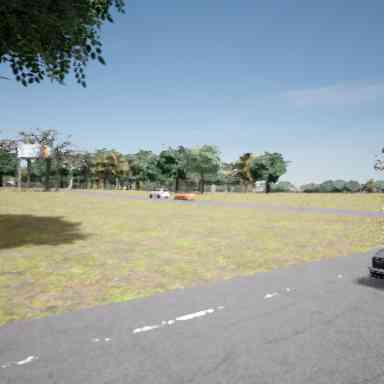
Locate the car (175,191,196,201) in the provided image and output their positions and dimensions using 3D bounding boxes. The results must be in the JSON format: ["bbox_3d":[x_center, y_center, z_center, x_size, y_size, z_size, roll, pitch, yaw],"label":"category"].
[{"bbox_3d":[-1.232,0.658,59.834,2.097,1.767,4.553,2,0,-35],"label":"car"}]

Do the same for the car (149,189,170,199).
[{"bbox_3d":[-6.567,0.350,67.359,2.150,2.045,5.566,2,0,-35],"label":"car"}]

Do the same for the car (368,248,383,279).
[{"bbox_3d":[6.808,1.539,8.721,5.357,1.411,2.033,0,0,-36],"label":"car"}]
